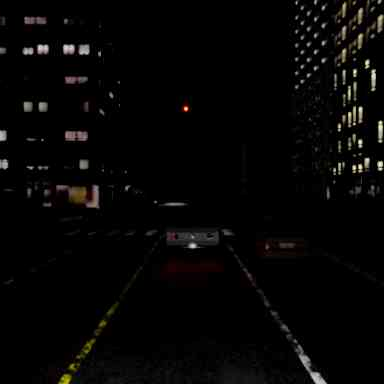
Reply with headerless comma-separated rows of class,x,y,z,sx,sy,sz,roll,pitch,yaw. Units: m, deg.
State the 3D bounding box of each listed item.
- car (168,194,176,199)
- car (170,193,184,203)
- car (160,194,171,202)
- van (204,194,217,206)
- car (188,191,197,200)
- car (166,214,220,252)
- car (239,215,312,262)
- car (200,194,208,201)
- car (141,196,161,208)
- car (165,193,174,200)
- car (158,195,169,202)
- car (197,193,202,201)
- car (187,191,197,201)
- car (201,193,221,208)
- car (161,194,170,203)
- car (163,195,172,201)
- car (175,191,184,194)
car,-5.633,1.224,93.531,1.752,1.417,4.829,0,0,0
car,-3.001,1.377,61.324,1.895,1.301,4.718,0,0,1
car,-5.648,1.190,71.594,1.967,1.590,4.097,0,0,0
van,2.717,1.151,49.481,1.690,1.788,3.998,0,0,0
car,0.054,0.860,83.180,2.150,2.045,5.566,0,0,0
car,0.046,1.543,13.582,1.895,1.301,4.718,0,0,0
car,2.694,1.474,11.713,1.752,1.417,4.829,0,0,0
car,2.736,1.281,77.115,1.887,1.381,4.507,0,0,0
car,-5.665,1.379,43.961,2.008,1.369,4.403,0,0,0
car,-5.641,1.163,82.647,1.967,1.590,4.097,0,0,0
car,-5.651,1.309,66.066,1.887,1.381,4.507,0,0,0
car,2.728,1.078,66.060,2.192,1.841,5.009,0,0,0
car,0.047,1.225,72.733,1.882,1.535,5.008,0,0,0
car,2.714,1.143,43.955,2.192,1.841,5.009,0,0,0
car,-5.654,1.329,60.541,2.008,1.369,4.403,0,0,0
car,-5.644,1.318,77.121,1.802,1.307,4.206,0,0,0
car,-2.950,0.702,76.884,2.150,2.045,5.566,0,0,0
